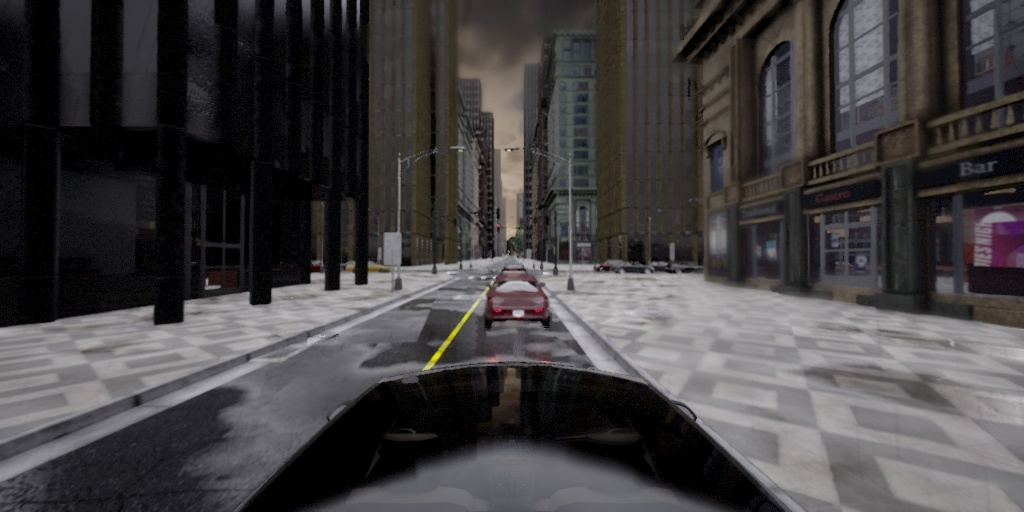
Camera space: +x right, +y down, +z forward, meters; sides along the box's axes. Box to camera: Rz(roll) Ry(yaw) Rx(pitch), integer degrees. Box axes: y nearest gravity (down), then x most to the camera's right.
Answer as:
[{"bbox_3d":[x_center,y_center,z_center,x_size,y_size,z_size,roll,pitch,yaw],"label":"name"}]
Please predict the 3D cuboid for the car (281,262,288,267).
[{"bbox_3d":[-30.885,1.226,45.510,4.507,1.381,1.888,0,0,0],"label":"car"}]

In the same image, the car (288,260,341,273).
[{"bbox_3d":[-20.002,1.133,37.004,4.507,1.381,1.888,0,0,0],"label":"car"}]

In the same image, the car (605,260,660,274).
[{"bbox_3d":[12.387,1.236,37.055,4.403,1.370,2.007,0,0,0],"label":"car"}]

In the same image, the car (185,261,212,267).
[{"bbox_3d":[-30.602,1.132,36.987,4.313,1.339,1.948,0,0,0],"label":"car"}]

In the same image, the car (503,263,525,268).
[{"bbox_3d":[0.138,1.208,25.086,2.128,1.511,4.902,0,0,0],"label":"car"}]

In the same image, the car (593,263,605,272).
[{"bbox_3d":[12.404,1.241,45.579,4.097,1.591,1.967,0,0,0],"label":"car"}]

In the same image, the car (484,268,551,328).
[{"bbox_3d":[0.114,1.262,11.269,1.812,1.442,4.674,0,0,-1],"label":"car"}]

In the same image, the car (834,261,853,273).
[{"bbox_3d":[40.745,1.386,45.624,4.097,1.591,1.967,0,0,0],"label":"car"}]

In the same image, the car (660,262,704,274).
[{"bbox_3d":[18.057,1.273,37.064,4.313,1.339,1.948,0,0,0],"label":"car"}]

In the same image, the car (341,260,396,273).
[{"bbox_3d":[-14.532,1.126,37.012,4.829,1.417,1.751,0,0,0],"label":"car"}]
